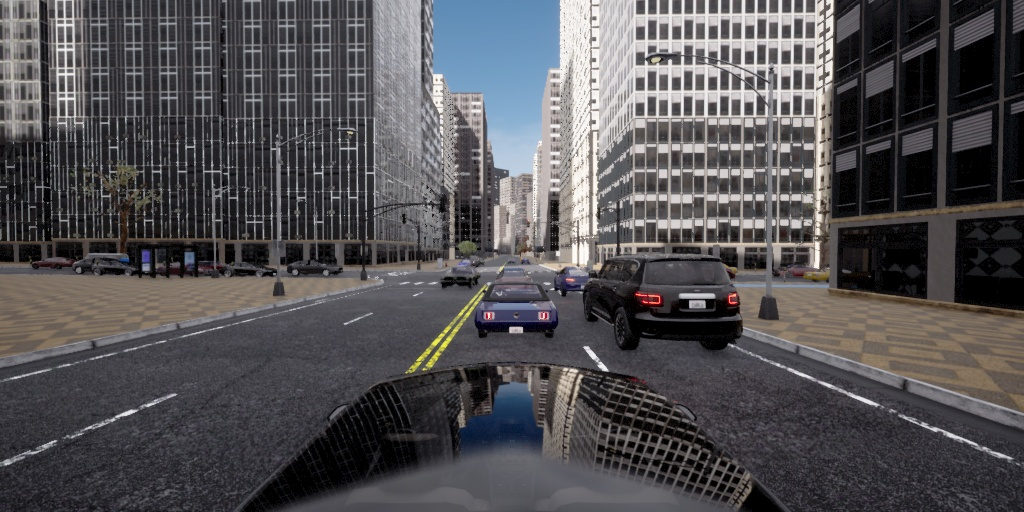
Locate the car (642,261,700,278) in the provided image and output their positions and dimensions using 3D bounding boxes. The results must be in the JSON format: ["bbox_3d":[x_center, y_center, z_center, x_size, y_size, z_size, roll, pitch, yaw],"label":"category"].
[{"bbox_3d":[16.059,1.336,36.405,5.008,1.535,1.882,0,1,0],"label":"car"}]

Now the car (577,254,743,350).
[{"bbox_3d":[3.343,0.968,9.175,2.150,2.045,5.566,0,0,0],"label":"car"}]

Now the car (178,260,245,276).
[{"bbox_3d":[-28.351,1.112,33.931,4.718,1.301,1.895,1,1,1],"label":"car"}]

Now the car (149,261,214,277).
[{"bbox_3d":[-28.445,1.137,31.243,4.207,1.307,1.802,0,0,1],"label":"car"}]

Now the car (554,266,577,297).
[{"bbox_3d":[3.333,1.266,18.867,1.812,1.442,4.674,0,0,0],"label":"car"}]

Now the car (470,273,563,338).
[{"bbox_3d":[0.093,1.347,10.137,1.895,1.301,4.718,0,0,0],"label":"car"}]

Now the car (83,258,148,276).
[{"bbox_3d":[-34.126,1.068,31.410,4.313,1.339,1.948,0,0,1],"label":"car"}]

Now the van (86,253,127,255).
[{"bbox_3d":[-45.325,0.603,40.060,3.998,1.789,1.690,0,0,1],"label":"van"}]

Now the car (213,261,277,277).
[{"bbox_3d":[-22.761,1.172,31.115,4.313,1.339,1.948,0,0,1],"label":"car"}]

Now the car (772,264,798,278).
[{"bbox_3d":[28.468,1.531,36.202,4.181,1.385,1.994,0,1,1],"label":"car"}]

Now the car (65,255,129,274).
[{"bbox_3d":[-38.789,0.921,34.139,4.892,1.490,1.837,1,1,1],"label":"car"}]

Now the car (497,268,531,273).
[{"bbox_3d":[0.085,1.304,18.874,1.994,1.385,4.181,0,0,0],"label":"car"}]

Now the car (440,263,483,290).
[{"bbox_3d":[-3.191,1.336,22.658,1.895,1.301,4.718,0,0,2],"label":"car"}]

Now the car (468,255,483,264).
[{"bbox_3d":[-6.632,0.922,61.125,2.150,2.045,5.566,0,0,0],"label":"car"}]

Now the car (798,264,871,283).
[{"bbox_3d":[27.613,1.577,30.440,4.829,1.417,1.751,0,0,1],"label":"car"}]

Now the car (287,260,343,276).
[{"bbox_3d":[-18.470,1.106,33.738,4.892,1.490,1.837,1,1,1],"label":"car"}]

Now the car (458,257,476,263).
[{"bbox_3d":[-6.638,1.239,51.162,1.812,1.442,4.674,0,0,-2],"label":"car"}]
